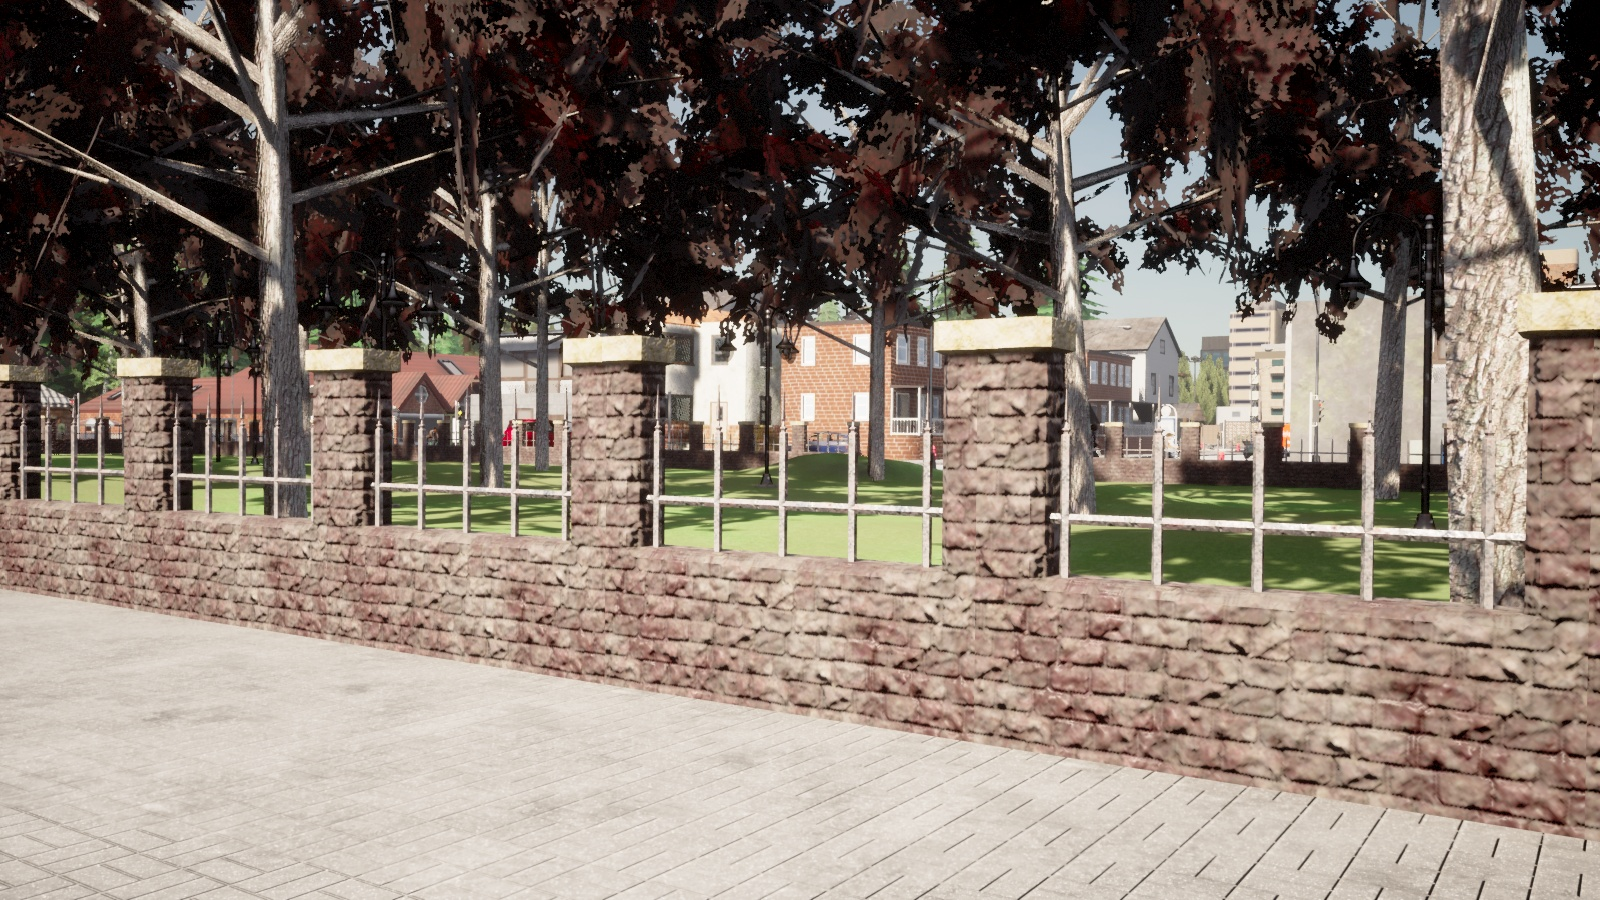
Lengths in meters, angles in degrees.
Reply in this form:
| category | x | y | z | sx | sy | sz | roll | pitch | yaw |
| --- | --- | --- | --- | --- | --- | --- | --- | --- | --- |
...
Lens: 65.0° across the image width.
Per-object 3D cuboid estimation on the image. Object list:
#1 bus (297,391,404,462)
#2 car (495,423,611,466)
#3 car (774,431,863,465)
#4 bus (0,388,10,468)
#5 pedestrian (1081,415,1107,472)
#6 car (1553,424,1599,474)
| category | x | y | z | sx | sy | sz | roll | pitch | yaw |
| --- | --- | --- | --- | --- | --- | --- | --- | --- | --- |
| bus | -29.188 | -1.503 | 82.206 | 3.944 | 4.253 | 10.273 | -2 | 1 | -5 |
| car | -12.168 | -0.283 | 61.803 | 5.566 | 2.045 | 2.150 | 0 | 1 | 30 |
| car | 0.857 | -0.092 | 58.176 | 3.705 | 1.549 | 1.789 | 0 | 1 | 24 |
| bus | -46.975 | -1.097 | 64.283 | 3.944 | 4.253 | 10.273 | 0 | 1 | 34 |
| pedestrian | 9.599 | -0.205 | 40.985 | 0.720 | 1.854 | 0.376 | 0 | 1 | 33 |
| car | 24.687 | -0.037 | 37.372 | 3.806 | 1.475 | 1.970 | 0 | 1 | 34 |
